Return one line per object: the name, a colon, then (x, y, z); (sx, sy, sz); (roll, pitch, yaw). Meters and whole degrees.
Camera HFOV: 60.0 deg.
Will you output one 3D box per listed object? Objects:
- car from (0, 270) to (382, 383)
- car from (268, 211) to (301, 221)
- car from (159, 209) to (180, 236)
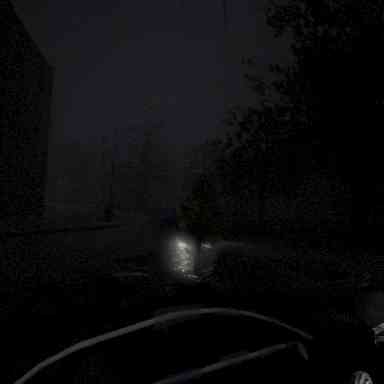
car: (-0.264, 1.495, 2.892); (4.902, 1.511, 2.128); (0, 0, -34)
car: (14.289, 3.658, 51.390); (5.008, 1.535, 1.882); (4, -3, -12)
car: (-0.497, 1.741, 19.363); (1.812, 1.442, 4.674); (4, -2, -24)
